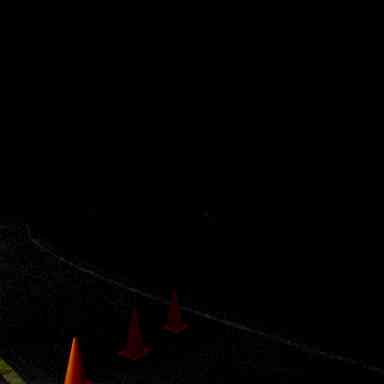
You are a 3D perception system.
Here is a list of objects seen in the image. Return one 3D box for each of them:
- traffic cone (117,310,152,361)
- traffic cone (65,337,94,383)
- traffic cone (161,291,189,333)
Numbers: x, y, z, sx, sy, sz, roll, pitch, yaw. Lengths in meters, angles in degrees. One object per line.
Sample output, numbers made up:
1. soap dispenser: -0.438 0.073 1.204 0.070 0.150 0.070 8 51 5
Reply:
1. traffic cone: -0.795 1.938 4.610 0.340 0.580 0.340 1 1 31
2. traffic cone: -1.313 1.945 3.759 0.340 0.580 0.340 1 1 31
3. traffic cone: -0.277 1.931 5.460 0.340 0.580 0.340 1 1 31
